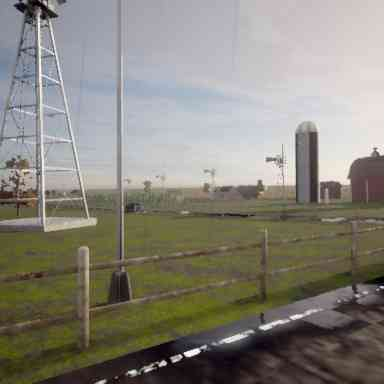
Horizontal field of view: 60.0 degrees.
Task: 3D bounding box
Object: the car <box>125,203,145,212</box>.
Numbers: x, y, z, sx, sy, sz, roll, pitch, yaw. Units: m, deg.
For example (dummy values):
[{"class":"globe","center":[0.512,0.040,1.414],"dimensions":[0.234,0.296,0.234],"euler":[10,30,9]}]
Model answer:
[{"class":"car","center":[-9.996,2.664,57.665],"dimensions":[1.812,1.442,4.674],"euler":[-1,0,-41]}]
